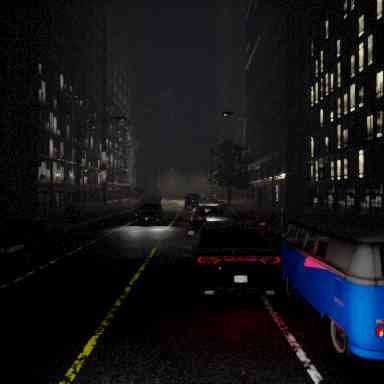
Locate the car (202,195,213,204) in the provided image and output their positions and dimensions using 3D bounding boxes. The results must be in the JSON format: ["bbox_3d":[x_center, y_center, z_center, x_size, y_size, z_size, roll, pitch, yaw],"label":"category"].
[{"bbox_3d":[2.847,1.407,62.611,1.967,1.590,4.097,0,0,0],"label":"car"}]

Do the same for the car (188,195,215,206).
[{"bbox_3d":[0.960,1.349,24.681,2.097,1.767,4.553,0,0,0],"label":"car"}]

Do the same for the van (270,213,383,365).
[{"bbox_3d":[2.704,1.341,5.687,1.690,1.788,3.998,0,0,0],"label":"van"}]

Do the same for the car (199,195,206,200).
[{"bbox_3d":[2.918,1.458,91.074,1.887,1.381,4.507,0,0,0],"label":"car"}]

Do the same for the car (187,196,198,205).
[{"bbox_3d":[0.148,1.477,59.474,1.837,1.490,4.892,0,0,0],"label":"car"}]

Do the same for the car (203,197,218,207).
[{"bbox_3d":[2.818,1.536,51.226,2.008,1.369,4.403,0,0,0],"label":"car"}]

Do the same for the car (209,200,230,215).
[{"bbox_3d":[2.775,1.579,34.149,1.802,1.307,4.206,0,0,0],"label":"car"}]

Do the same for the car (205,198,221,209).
[{"bbox_3d":[2.804,1.542,45.534,2.008,1.369,4.403,0,0,0],"label":"car"}]

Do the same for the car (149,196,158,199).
[{"bbox_3d":[-5.591,1.546,39.866,2.008,1.369,4.403,0,0,0],"label":"car"}]

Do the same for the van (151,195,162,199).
[{"bbox_3d":[-5.562,1.326,51.251,1.690,1.788,3.998,0,0,0],"label":"van"}]

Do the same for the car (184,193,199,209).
[{"bbox_3d":[0.115,1.213,44.921,2.150,2.045,5.566,0,0,0],"label":"car"}]

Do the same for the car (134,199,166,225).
[{"bbox_3d":[-2.940,1.503,24.035,1.837,1.490,4.892,0,0,0],"label":"car"}]

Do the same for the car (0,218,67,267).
[{"bbox_3d":[-5.662,1.581,11.403,1.802,1.307,4.206,0,0,0],"label":"car"}]

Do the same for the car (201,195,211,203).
[{"bbox_3d":[2.861,1.398,68.303,1.967,1.590,4.097,0,0,0],"label":"car"}]

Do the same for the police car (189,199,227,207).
[{"bbox_3d":[0.947,1.424,18.820,1.930,1.638,5.238,0,0,0],"label":"police car"}]

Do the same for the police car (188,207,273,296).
[{"bbox_3d":[0.922,1.425,8.820,1.930,1.638,5.238,0,0,0],"label":"police car"}]
